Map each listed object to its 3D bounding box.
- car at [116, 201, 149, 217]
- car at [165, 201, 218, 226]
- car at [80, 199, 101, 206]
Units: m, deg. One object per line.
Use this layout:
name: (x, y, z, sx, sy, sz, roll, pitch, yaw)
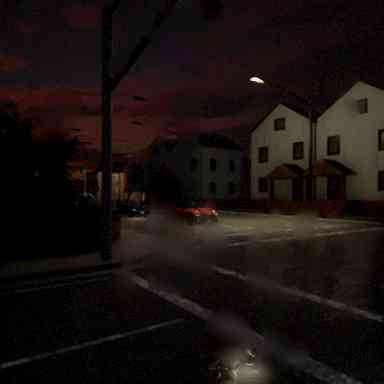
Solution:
car: (-5.892, 1.619, 32.428, 1.812, 1.442, 4.674, 0, 0, -35)
car: (-0.103, 1.445, 24.257, 2.097, 1.767, 4.553, 0, 0, -35)
car: (-12.870, 1.620, 42.287, 1.812, 1.442, 4.674, 0, 0, -35)
